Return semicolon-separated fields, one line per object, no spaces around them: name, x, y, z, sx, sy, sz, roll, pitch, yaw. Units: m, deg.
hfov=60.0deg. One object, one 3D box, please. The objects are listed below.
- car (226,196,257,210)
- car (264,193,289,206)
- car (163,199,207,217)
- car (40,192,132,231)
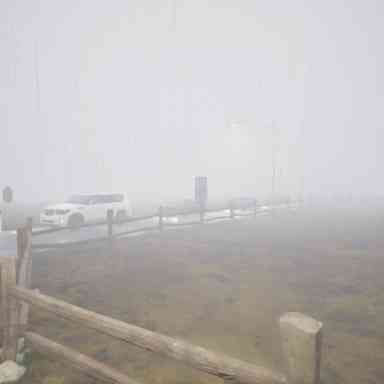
car;5.347;1.145;35.796;1.994;1.385;4.181;1;1;36
car;11.251;0.939;43.931;1.882;1.535;5.008;1;1;36
car;-0.524;1.264;27.650;1.994;1.385;4.181;1;1;36
car;-6.082;1.034;19.879;2.150;2.045;5.566;1;1;35
